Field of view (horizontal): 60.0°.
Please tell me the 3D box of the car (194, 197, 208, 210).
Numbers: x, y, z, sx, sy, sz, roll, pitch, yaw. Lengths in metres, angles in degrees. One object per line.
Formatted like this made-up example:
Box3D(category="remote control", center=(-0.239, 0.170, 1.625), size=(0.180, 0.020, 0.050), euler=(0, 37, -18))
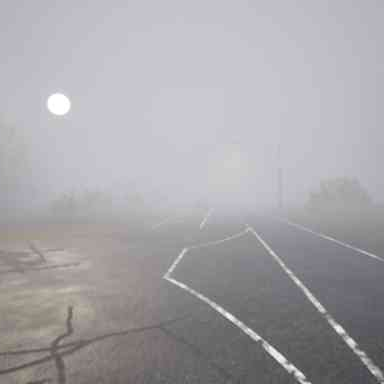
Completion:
Box3D(category="car", center=(1.609, 1.935, 56.767), size=(2.150, 2.045, 5.566), euler=(-1, -1, 5))
